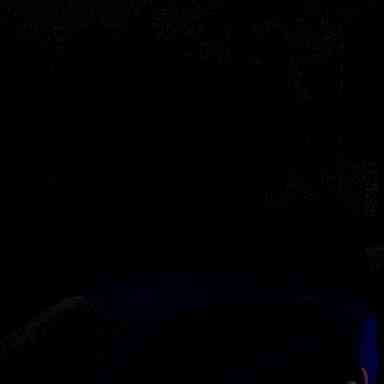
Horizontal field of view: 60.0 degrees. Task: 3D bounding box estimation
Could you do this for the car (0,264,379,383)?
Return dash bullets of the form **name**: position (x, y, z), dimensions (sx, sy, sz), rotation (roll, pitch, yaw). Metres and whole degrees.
- **car**: position (-0.406, 1.478, 2.776), dimensions (5.008, 1.535, 1.882), rotation (0, 0, -35)
